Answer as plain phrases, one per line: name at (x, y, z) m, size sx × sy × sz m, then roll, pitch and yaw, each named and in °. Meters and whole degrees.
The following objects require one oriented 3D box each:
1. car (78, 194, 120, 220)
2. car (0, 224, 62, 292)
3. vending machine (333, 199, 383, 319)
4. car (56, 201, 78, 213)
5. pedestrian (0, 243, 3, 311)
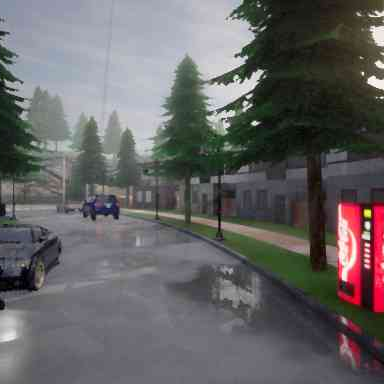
car at (-7.771, 1.219, 28.137) m, size 2.150 × 2.045 × 5.566 m, roll 0°, pitch 0°, yaw -29°
car at (-4.708, 1.563, 8.675) m, size 1.994 × 1.385 × 4.181 m, roll 0°, pitch 0°, yaw -11°
vending machine at (3.461, 1.195, 6.374) m, size 1.100 × 2.100 × 0.880 m, roll 0°, pitch 0°, yaw -7°
car at (-13.632, 1.601, 37.135) m, size 1.895 × 1.301 × 4.718 m, roll 0°, pitch 0°, yaw -37°
pedestrian at (-3.842, 1.294, 6.167) m, size 0.375 × 1.860 × 0.375 m, roll 0°, pitch 0°, yaw -7°
